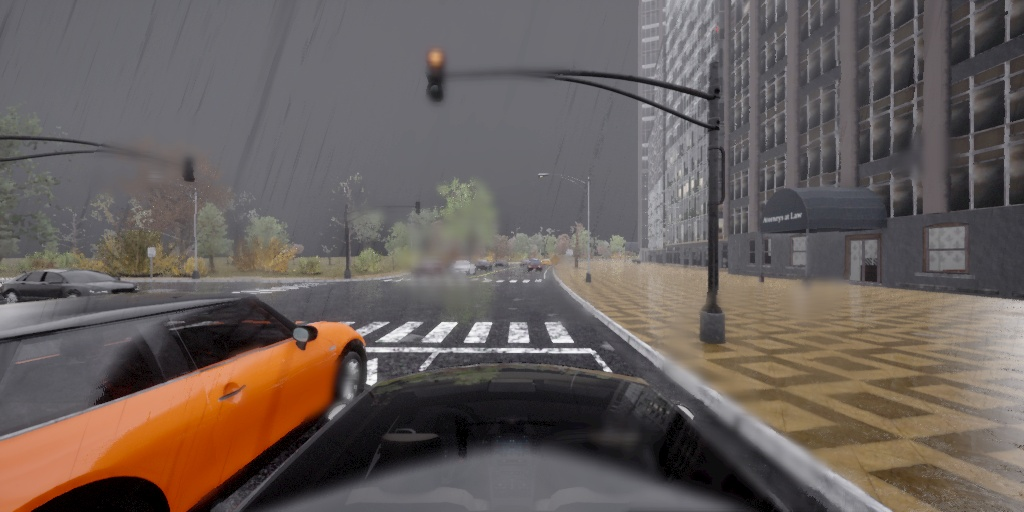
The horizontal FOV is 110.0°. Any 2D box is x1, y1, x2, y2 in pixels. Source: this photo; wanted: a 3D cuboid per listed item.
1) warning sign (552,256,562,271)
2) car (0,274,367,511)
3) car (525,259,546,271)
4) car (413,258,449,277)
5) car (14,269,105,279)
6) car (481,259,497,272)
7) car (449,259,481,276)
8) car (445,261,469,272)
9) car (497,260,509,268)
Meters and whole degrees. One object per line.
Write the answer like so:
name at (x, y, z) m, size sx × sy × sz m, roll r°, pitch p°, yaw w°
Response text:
warning sign at (5.507, 0.868, 44.175) m, size 1.300 × 1.860 × 1.060 m, roll 0°, pitch 0°, yaw 7°
car at (-3.101, 1.102, 3.255) m, size 2.097 × 1.767 × 4.553 m, roll 0°, pitch 0°, yaw 0°
car at (3.164, 1.353, 47.302) m, size 1.895 × 1.301 × 4.718 m, roll 0°, pitch 0°, yaw 7°
car at (-8.140, 1.098, 35.592) m, size 2.097 × 1.767 × 4.553 m, roll 0°, pitch 0°, yaw 6°
car at (-17.952, 1.305, 14.673) m, size 4.892 × 1.490 × 1.837 m, roll 0°, pitch 0°, yaw 7°
car at (-3.686, 1.350, 46.491) m, size 1.895 × 1.301 × 4.718 m, roll 0°, pitch 0°, yaw 7°
car at (-4.788, 1.273, 36.539) m, size 1.812 × 1.442 × 4.674 m, roll 0°, pitch 0°, yaw 6°
car at (-6.998, 1.348, 46.190) m, size 1.895 × 1.301 × 4.718 m, roll 0°, pitch 0°, yaw 7°
car at (-1.827, 1.353, 59.382) m, size 1.895 × 1.301 × 4.718 m, roll 0°, pitch 0°, yaw 10°
